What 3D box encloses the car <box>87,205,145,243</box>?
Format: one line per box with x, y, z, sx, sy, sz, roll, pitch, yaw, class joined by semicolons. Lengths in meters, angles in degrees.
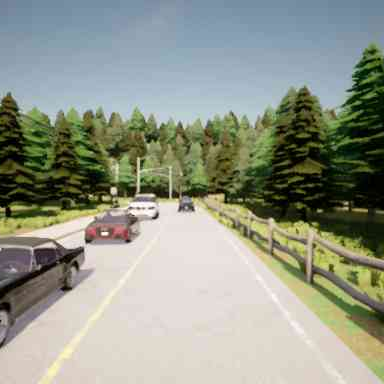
-3.670;1.554;15.934;1.994;1.385;4.181;0;0;-1;car

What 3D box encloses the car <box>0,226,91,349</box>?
-3.612;1.596;6.222;1.895;1.301;4.718;0;0;0;car

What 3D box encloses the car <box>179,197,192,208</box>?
-0.940;1.489;48.705;1.837;1.490;4.892;0;0;-2;car

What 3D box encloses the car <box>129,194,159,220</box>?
-3.949;1.211;27.962;2.150;2.045;5.566;0;0;-2;car

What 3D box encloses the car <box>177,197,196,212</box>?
-0.640;1.514;37.931;1.812;1.442;4.674;0;0;-2;car
